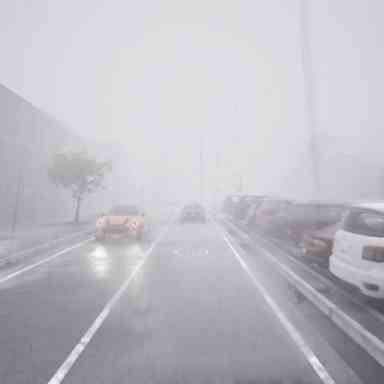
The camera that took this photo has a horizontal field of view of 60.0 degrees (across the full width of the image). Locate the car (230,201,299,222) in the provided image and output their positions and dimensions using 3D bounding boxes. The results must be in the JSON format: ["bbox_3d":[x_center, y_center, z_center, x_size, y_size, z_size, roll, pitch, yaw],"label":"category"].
[{"bbox_3d":[5.596,1.527,26.133,4.892,1.521,2.231,0,0,0],"label":"car"}]

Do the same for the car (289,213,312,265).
[{"bbox_3d":[5.599,1.484,9.313,5.008,1.535,2.097,0,0,0],"label":"car"}]

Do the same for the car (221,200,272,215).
[{"bbox_3d":[5.586,1.580,34.538,4.892,1.521,2.231,0,0,0],"label":"car"}]

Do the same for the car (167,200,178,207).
[{"bbox_3d":[-3.308,1.989,58.492,1.895,1.301,4.718,0,-1,1],"label":"car"}]

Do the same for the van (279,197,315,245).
[{"bbox_3d":[5.716,1.264,12.117,4.442,1.987,1.878,0,0,0],"label":"van"}]

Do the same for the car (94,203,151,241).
[{"bbox_3d":[-3.353,1.385,16.798,2.097,1.767,4.553,0,0,0],"label":"car"}]

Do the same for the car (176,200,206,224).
[{"bbox_3d":[0.095,1.601,25.276,2.033,1.411,5.357,0,0,0],"label":"car"}]

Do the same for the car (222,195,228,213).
[{"bbox_3d":[5.619,1.307,31.739,5.566,2.045,2.435,0,0,0],"label":"car"}]

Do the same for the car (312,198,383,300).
[{"bbox_3d":[5.637,1.227,6.509,5.566,2.045,2.435,0,0,0],"label":"car"}]

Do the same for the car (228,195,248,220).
[{"bbox_3d":[5.618,1.265,23.329,5.566,2.045,2.435,0,0,0],"label":"car"}]

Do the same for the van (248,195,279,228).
[{"bbox_3d":[5.478,1.276,17.723,4.442,1.987,1.878,0,0,0],"label":"van"}]

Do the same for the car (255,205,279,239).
[{"bbox_3d":[5.591,1.497,14.919,4.892,1.521,2.231,0,0,0],"label":"car"}]

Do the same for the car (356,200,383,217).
[{"bbox_3d":[18.675,1.559,31.727,5.008,1.535,2.097,0,0,0],"label":"car"}]

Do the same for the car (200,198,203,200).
[{"bbox_3d":[0.092,1.764,42.825,1.994,1.385,4.181,0,-1,0],"label":"car"}]

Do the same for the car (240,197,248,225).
[{"bbox_3d":[5.560,1.382,20.527,4.553,1.767,2.185,0,0,0],"label":"car"}]
